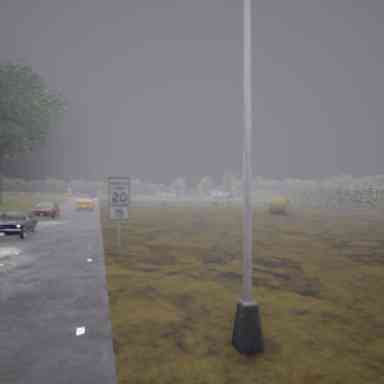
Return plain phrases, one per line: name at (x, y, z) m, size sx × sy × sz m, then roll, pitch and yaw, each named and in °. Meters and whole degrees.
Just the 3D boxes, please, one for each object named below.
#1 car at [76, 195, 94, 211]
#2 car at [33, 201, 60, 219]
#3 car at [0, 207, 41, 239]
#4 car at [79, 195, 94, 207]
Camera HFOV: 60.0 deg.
car at (-13.610, 1.547, 42.171) m, size 1.882 × 1.535 × 5.008 m, roll 0°, pitch 0°, yaw -16°
car at (-13.328, 1.600, 30.437) m, size 1.882 × 1.535 × 5.008 m, roll 0°, pitch 0°, yaw -15°
car at (-9.928, 1.775, 18.441) m, size 1.895 × 1.301 × 4.718 m, roll 0°, pitch 0°, yaw -16°
car at (-16.351, 1.345, 51.748) m, size 2.097 × 1.767 × 4.553 m, roll 0°, pitch 0°, yaw -15°
